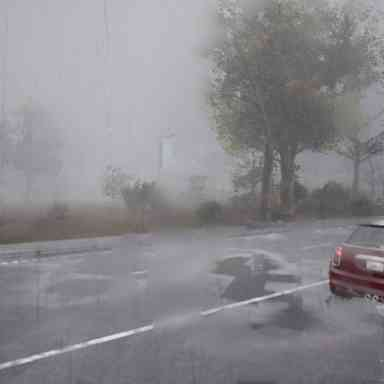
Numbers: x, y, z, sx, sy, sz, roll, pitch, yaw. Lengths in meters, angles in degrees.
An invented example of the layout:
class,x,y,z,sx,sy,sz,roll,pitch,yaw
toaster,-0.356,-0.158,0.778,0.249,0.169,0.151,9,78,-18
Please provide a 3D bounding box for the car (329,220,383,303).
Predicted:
class,x,y,z,sx,sy,sz,roll,pitch,yaw
car,5.051,1.354,7.207,4.553,1.767,2.097,0,0,-35
